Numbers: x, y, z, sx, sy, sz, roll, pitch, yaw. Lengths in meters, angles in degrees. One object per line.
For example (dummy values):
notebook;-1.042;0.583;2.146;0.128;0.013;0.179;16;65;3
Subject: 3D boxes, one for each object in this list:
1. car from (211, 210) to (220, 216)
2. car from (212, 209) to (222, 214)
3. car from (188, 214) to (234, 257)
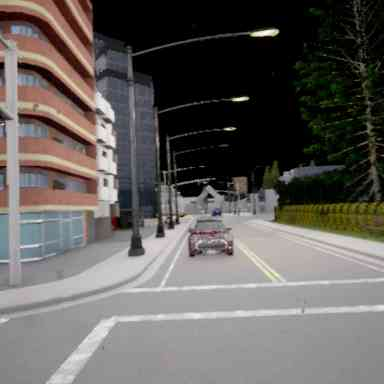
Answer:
car;6.679;5.965;94.341;2.128;1.511;4.902;-3;-3;1
car;6.382;5.262;84.002;2.150;2.045;5.566;-3;-3;1
car;0.923;2.210;17.036;2.097;1.767;4.553;-3;-3;1
